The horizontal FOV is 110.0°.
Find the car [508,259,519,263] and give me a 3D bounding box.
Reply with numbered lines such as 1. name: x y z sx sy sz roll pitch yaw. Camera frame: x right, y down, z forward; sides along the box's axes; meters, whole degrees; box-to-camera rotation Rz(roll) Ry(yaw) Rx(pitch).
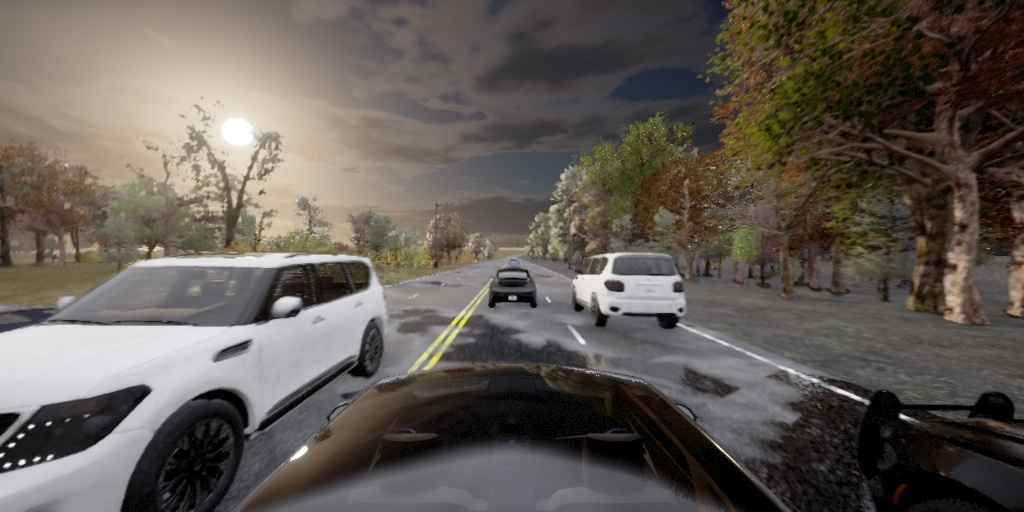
1. car: 0.221 1.297 48.847 2.033 1.411 5.357 0 0 0

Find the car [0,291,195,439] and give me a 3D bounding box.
1. car: -6.594 1.304 4.226 1.994 1.385 4.181 0 0 0

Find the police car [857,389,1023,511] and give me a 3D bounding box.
1. police car: 3.256 1.160 0.329 1.930 1.638 5.238 1 -1 0

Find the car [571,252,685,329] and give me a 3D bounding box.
1. car: 3.290 0.947 11.250 2.150 2.045 5.566 1 -1 0

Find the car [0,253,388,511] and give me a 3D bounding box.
1. car: -3.343 0.969 4.401 2.150 2.045 5.566 0 0 0

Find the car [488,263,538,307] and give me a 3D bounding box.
1. car: 0.036 1.259 15.423 1.837 1.490 4.892 0 0 0
